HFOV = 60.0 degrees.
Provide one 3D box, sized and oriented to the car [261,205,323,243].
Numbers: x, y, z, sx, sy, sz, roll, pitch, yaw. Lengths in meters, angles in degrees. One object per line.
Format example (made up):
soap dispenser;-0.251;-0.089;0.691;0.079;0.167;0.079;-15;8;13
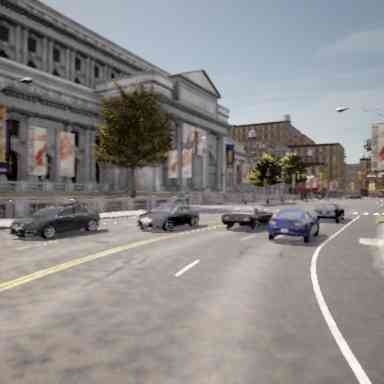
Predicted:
car;5.103;1.548;16.499;1.812;1.442;4.674;1;0;28

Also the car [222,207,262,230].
car;3.700;1.597;21.208;1.895;1.301;4.718;1;0;30

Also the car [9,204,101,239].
car;-6.670;1.397;16.759;1.837;1.490;4.892;0;0;24

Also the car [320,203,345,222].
car;11.108;1.612;26.923;2.033;1.411;5.357;1;0;31

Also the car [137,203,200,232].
car;-1.298;1.437;19.863;2.128;1.511;4.902;1;0;29
